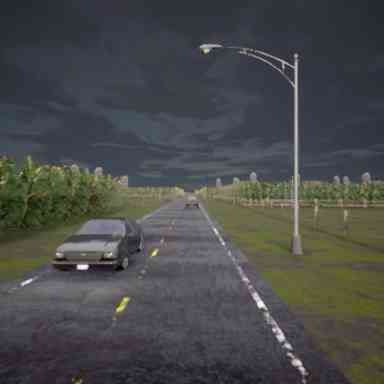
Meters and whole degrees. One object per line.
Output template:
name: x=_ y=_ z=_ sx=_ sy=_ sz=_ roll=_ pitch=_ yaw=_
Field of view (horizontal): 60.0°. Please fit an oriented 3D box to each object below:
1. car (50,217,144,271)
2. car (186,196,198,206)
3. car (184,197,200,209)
car: x=-2.807 y=1.558 z=11.251 sx=2.033 sy=1.411 sz=5.357 roll=0 pitch=0 yaw=0
car: x=0.007 y=1.499 z=55.782 sx=1.882 sy=1.535 sz=5.008 roll=0 pitch=0 yaw=0
car: x=0.006 y=1.527 z=45.360 sx=1.837 sy=1.490 sz=4.892 roll=0 pitch=0 yaw=0
